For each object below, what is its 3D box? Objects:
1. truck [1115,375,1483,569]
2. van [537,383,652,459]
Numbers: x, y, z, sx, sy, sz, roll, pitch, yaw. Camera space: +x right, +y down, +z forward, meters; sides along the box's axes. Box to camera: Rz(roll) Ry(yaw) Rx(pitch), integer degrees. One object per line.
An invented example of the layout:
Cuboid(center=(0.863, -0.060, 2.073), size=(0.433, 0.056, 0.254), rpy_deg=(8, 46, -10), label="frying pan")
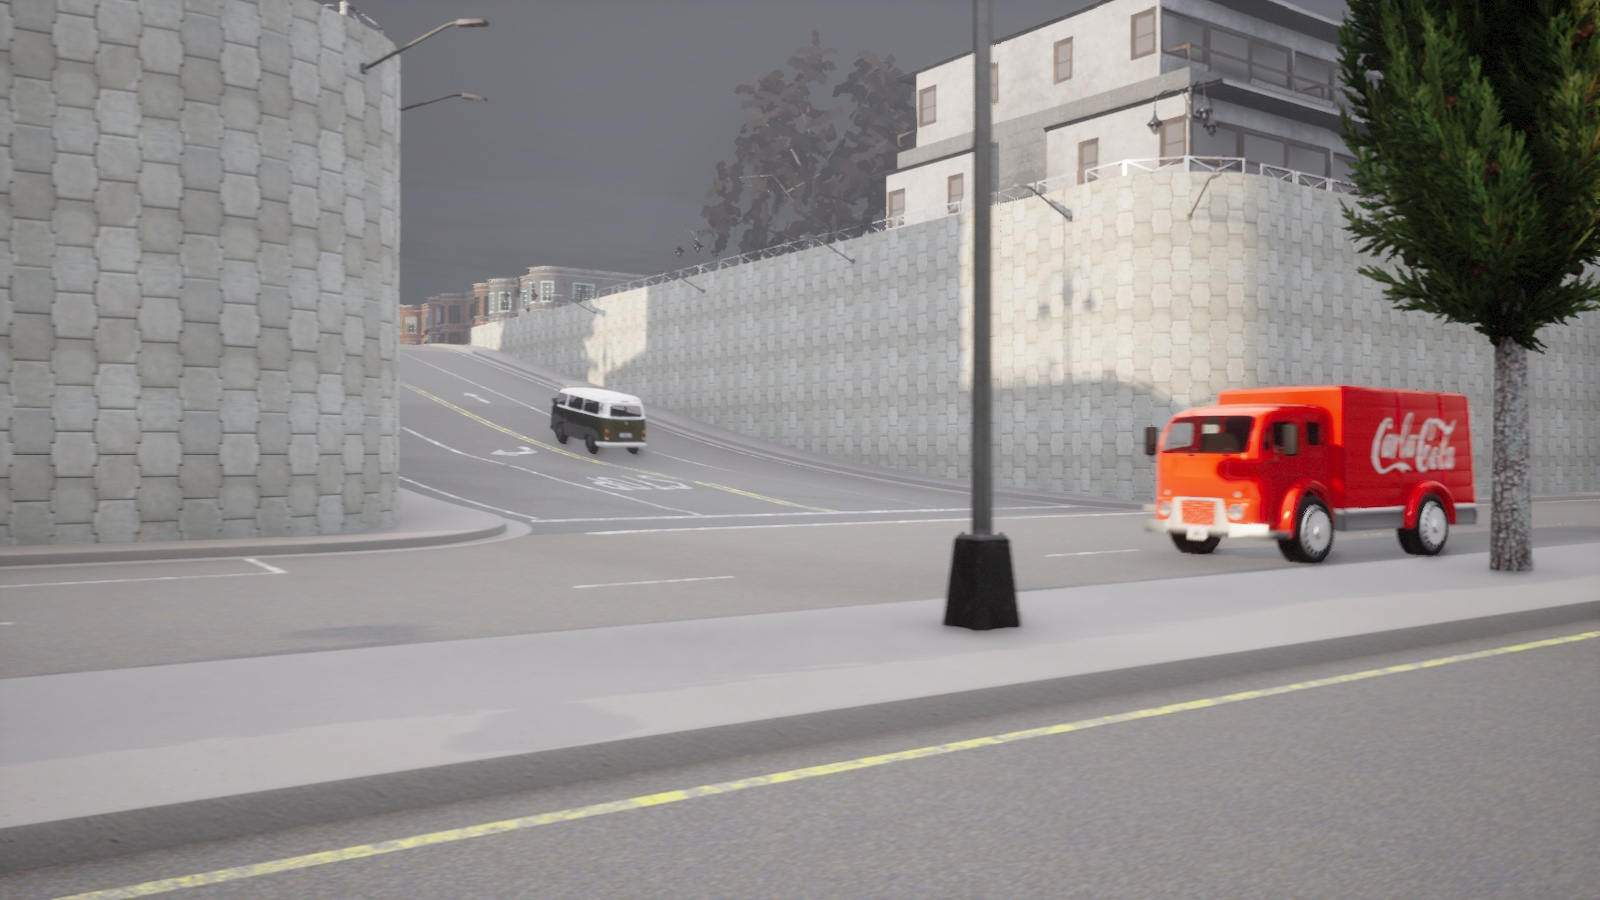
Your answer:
Cuboid(center=(7.441, 0.283, 18.585), size=(5.204, 2.467, 2.627), rpy_deg=(0, 0, -35), label="truck")
Cuboid(center=(-7.118, -1.045, 43.126), size=(2.069, 2.038, 4.480), rpy_deg=(0, 8, -35), label="van")
